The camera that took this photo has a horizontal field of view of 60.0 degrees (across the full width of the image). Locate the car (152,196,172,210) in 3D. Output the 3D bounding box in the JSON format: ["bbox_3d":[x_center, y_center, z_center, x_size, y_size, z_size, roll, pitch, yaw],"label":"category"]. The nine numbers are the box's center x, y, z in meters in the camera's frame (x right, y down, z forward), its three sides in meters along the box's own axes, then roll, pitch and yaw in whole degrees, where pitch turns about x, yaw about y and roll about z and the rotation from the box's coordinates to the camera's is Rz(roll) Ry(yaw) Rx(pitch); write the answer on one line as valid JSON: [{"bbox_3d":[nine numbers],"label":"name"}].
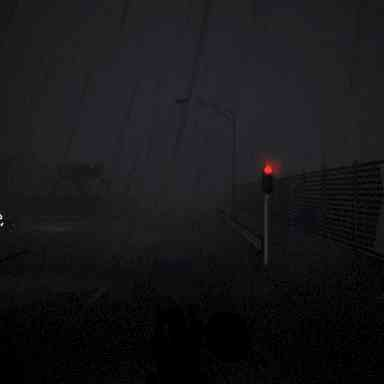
[{"bbox_3d":[-4.029,1.562,43.385,1.994,1.385,4.181,0,0,0],"label":"car"}]

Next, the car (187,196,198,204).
[{"bbox_3d":[0.102,1.502,63.183,1.837,1.490,4.892,0,0,0],"label":"car"}]

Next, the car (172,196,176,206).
[{"bbox_3d":[-4.006,1.476,53.457,1.882,1.535,5.008,0,0,0],"label":"car"}]

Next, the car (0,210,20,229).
[{"bbox_3d":[-12.597,1.351,19.430,4.553,1.767,2.097,0,0,2],"label":"car"}]
